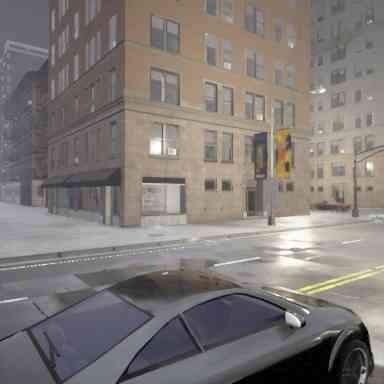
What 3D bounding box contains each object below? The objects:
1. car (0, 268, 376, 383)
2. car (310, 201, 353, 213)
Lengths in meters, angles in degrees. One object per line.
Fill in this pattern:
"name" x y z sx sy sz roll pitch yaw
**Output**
"car" 0.122 1.564 3.546 4.181 1.385 1.994 0 0 -36
"car" 15.135 1.590 36.545 1.895 1.301 4.718 0 0 -34
